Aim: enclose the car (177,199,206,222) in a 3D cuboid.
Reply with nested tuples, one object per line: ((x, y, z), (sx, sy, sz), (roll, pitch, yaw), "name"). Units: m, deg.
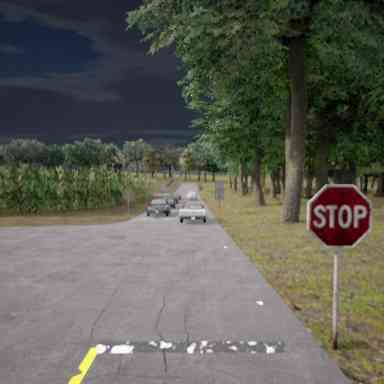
((0.064, 1.467, 25.080), (1.895, 1.301, 4.718), (0, 1, 0), "car")

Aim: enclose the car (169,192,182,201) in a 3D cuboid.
((-2.890, 0.750, 58.399), (1.994, 1.385, 4.181), (0, 1, 0), "car")

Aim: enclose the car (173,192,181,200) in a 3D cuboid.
((-2.916, 1.026, 48.380), (1.895, 1.301, 4.718), (0, 1, 0), "car")

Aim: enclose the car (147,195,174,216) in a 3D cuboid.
((-2.897, 1.328, 29.740), (1.812, 1.442, 4.674), (0, 1, 0), "car")

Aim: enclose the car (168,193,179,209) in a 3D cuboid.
((-2.907, 1.206, 38.808), (1.994, 1.385, 4.181), (0, 1, 0), "car")

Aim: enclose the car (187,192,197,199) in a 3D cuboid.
((0.001, 0.669, 60.183), (1.812, 1.442, 4.674), (0, 1, 0), "car")
